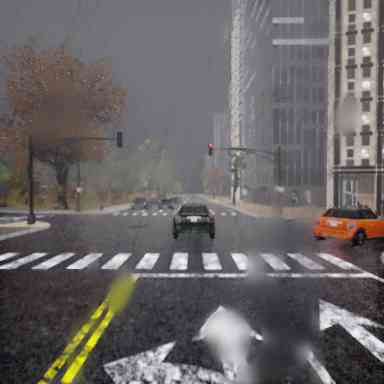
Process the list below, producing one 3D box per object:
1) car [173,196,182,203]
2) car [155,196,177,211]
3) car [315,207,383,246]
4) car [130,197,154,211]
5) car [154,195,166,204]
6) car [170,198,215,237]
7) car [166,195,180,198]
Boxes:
[{"bbox_3d":[-3.266,1.670,74.002,1.812,1.442,4.674,0,0,0],"label":"car"},{"bbox_3d":[-3.340,1.617,43.370,1.812,1.442,4.674,0,0,0],"label":"car"},{"bbox_3d":[8.215,1.552,16.647,4.553,1.767,2.097,1,1,-38],"label":"car"},{"bbox_3d":[-6.592,1.443,42.998,2.097,1.767,4.553,0,0,0],"label":"car"},{"bbox_3d":[-6.533,1.690,60.483,2.033,1.411,5.357,0,0,1],"label":"car"},{"bbox_3d":[0.095,1.386,18.245,2.097,1.767,4.553,0,0,0],"label":"car"},{"bbox_3d":[-3.285,1.650,60.861,1.837,1.490,4.892,0,0,1],"label":"car"}]
